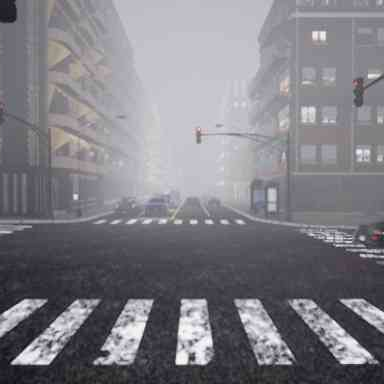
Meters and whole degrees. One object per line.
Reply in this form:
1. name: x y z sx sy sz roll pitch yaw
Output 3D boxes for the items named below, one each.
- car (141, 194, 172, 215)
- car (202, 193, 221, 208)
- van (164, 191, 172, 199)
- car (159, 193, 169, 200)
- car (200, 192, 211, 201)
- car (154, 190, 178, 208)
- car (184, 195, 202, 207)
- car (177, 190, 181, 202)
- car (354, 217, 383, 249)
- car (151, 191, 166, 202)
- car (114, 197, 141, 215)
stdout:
1. car: -3.128 1.214 30.262 1.882 1.535 5.008 0 0 -1
2. car: 2.633 1.190 41.461 2.008 1.369 4.403 0 0 0
3. van: -5.799 0.640 80.924 1.690 1.788 3.998 0 0 0
4. car: -5.784 0.924 69.478 1.752 1.417 4.829 0 0 0
5. car: 2.604 0.886 64.014 1.967 1.590 4.097 0 0 0
6. car: -3.140 1.005 39.888 2.097 1.767 4.553 0 0 0
7. car: 0.043 1.191 42.910 1.994 1.385 4.181 0 0 0
8. car: -3.101 0.717 58.529 2.150 2.045 5.566 0 0 1
9. car: 8.570 1.592 12.640 4.674 1.442 1.812 1 0 -9
10. car: -5.771 0.810 58.369 2.192 1.841 5.009 0 0 0
11. car: -5.733 1.177 30.178 1.967 1.590 4.097 0 0 0
